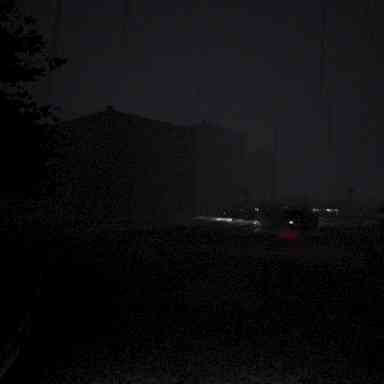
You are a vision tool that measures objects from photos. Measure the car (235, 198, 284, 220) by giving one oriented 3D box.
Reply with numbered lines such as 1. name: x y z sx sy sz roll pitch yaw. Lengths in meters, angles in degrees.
1. car: 6.571 1.676 32.264 2.097 1.767 4.553 -1 -1 43

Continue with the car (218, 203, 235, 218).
1. car: 4.563 1.916 34.473 1.994 1.385 4.181 -1 -1 43

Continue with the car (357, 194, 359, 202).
1. car: 38.531 1.845 83.375 4.674 1.452 2.002 -1 0 39

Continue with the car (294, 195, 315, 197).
1. car: 17.747 1.608 57.632 5.566 2.045 2.435 -1 0 39

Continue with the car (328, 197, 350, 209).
1. car: 22.288 1.867 51.063 2.033 1.411 5.357 -1 0 39

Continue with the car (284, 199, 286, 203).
1. car: 10.851 1.924 49.019 4.674 1.452 2.002 -1 0 39

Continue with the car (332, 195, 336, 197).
1. car: 26.395 1.694 68.369 4.553 1.767 2.185 -1 0 39

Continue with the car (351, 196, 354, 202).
1. car: 35.074 1.805 79.079 4.892 1.521 2.231 -1 0 39

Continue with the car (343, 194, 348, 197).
1. car: 31.615 1.808 74.786 4.892 1.521 2.231 -1 0 39

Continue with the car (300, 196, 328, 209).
1. car: 19.016 1.857 51.807 1.837 1.490 4.892 -1 -1 39

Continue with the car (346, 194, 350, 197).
1. car: 33.345 1.806 76.933 4.892 1.521 2.231 -1 0 39

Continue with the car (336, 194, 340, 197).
1. car: 28.174 1.688 70.477 4.553 1.767 2.185 -1 0 39

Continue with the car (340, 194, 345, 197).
1. car: 29.885 1.811 72.639 4.892 1.521 2.231 -1 0 39

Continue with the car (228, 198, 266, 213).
1. car: 7.410 1.758 44.705 4.553 1.767 2.185 -1 0 39

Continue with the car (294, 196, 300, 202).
1. car: 14.307 1.878 53.324 4.892 1.521 2.231 -1 0 39

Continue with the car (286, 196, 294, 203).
1. car: 12.602 1.756 51.150 4.553 1.767 2.185 -1 0 39

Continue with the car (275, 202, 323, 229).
1. car: 7.816 1.756 23.997 1.837 1.490 4.892 -1 -1 32

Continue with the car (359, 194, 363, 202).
1. car: 40.115 1.806 85.641 5.366 1.575 1.946 -1 0 39

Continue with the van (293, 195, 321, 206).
1. van: 21.320 1.615 61.835 4.442 1.987 1.878 -1 0 39

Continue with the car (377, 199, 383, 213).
1. car: 24.150 1.878 40.736 1.895 1.301 4.718 -1 0 39

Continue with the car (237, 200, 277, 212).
1. car: 9.115 1.886 46.879 5.008 1.535 2.097 -1 0 39

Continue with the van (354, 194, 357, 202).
1. van: 36.967 1.577 81.254 4.442 1.987 1.878 -1 0 39
